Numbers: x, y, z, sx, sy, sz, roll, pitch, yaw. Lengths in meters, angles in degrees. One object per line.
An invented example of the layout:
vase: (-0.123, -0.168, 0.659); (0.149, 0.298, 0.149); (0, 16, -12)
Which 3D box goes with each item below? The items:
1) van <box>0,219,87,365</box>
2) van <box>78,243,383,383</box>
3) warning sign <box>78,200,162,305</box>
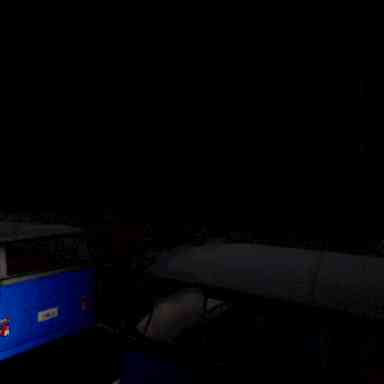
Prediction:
van: (-3.356, 1.336, 5.355); (3.998, 1.788, 1.690); (0, 0, 35)
van: (1.267, 1.341, 2.060); (3.998, 1.788, 1.690); (0, 0, 35)
warning sign: (-1.452, 1.111, 6.828); (1.060, 1.860, 1.300); (0, 0, 35)
